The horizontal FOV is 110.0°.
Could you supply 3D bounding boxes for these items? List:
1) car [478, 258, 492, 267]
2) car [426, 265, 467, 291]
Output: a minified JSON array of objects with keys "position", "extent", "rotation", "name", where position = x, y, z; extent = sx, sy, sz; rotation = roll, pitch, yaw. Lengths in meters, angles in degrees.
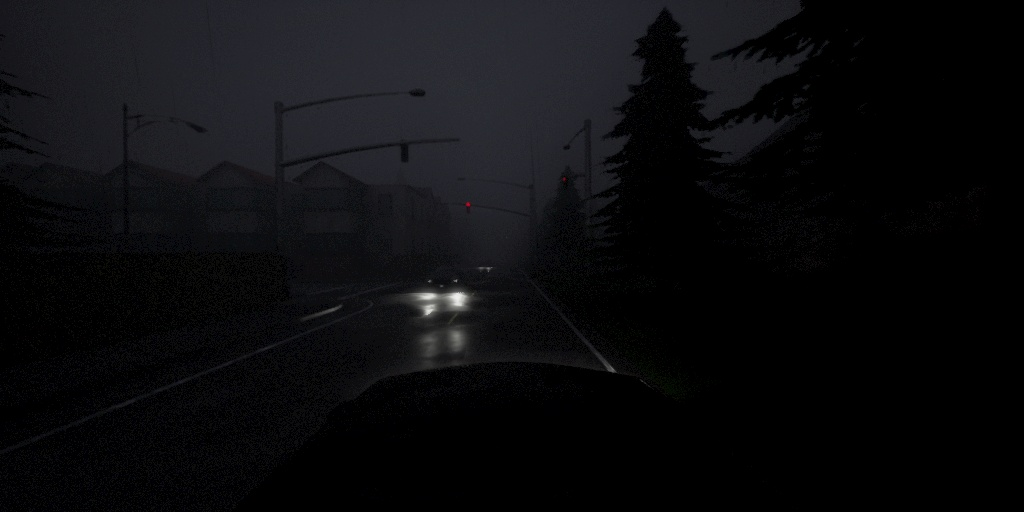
[{"position":[-4.259,0.943,56.729],"extent":[1.994,1.385,4.181],"rotation":[0,0,-1],"name":"car"},{"position":[-3.728,1.255,21.110],"extent":[1.812,1.442,4.674],"rotation":[0,1,-1],"name":"car"}]
